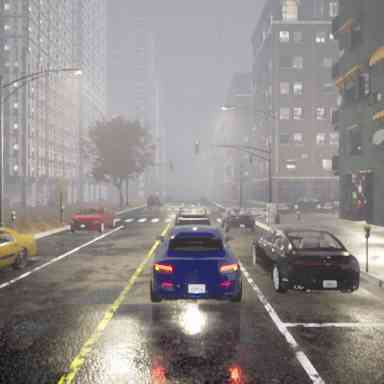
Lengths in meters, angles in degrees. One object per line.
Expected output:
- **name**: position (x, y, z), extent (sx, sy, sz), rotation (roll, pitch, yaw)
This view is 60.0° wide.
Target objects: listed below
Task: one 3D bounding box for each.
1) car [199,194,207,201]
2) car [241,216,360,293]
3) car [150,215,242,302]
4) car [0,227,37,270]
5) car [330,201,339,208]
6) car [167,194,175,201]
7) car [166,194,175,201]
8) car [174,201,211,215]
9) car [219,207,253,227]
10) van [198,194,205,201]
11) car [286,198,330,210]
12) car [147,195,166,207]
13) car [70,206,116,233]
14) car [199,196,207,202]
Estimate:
- **car**: position (2.517, 1.606, 74.175), extent (1.947, 1.339, 4.313), rotation (0, 0, 0)
- **car**: position (2.672, 1.549, 8.630), extent (2.008, 1.369, 4.403), rotation (0, 0, 0)
- **car**: position (0.074, 1.524, 8.108), extent (1.812, 1.442, 4.674), rotation (0, 0, 0)
- **car**: position (-5.708, 1.523, 8.441), extent (1.752, 1.417, 4.829), rotation (0, 0, 0)
- **car**: position (18.733, 1.246, 39.195), extent (4.829, 1.417, 1.752), rotation (-1, 1, -1)
- **car**: position (-5.890, 1.622, 85.202), extent (1.947, 1.339, 4.313), rotation (0, 0, 0)
- **car**: position (-5.904, 1.381, 90.724), extent (2.192, 1.841, 5.009), rotation (0, 0, 0)
- **car**: position (0.038, 1.490, 18.211), extent (2.128, 1.511, 4.902), rotation (0, 0, 0)
- **car**: position (2.645, 1.549, 19.696), extent (2.008, 1.369, 4.403), rotation (0, 0, 0)
- **van**: position (2.490, 1.397, 85.222), extent (1.690, 1.788, 3.998), rotation (0, 0, 0)
- **car**: position (13.336, 1.347, 39.127), extent (4.403, 1.369, 2.008), rotation (-1, 1, -1)
- **car**: position (-5.812, 1.332, 52.065), extent (2.192, 1.841, 5.009), rotation (0, 0, 0)
- **car**: position (-5.735, 1.543, 19.676), extent (1.887, 1.381, 4.507), rotation (0, 0, 0)
- **car**: position (2.503, 1.573, 79.868), extent (1.752, 1.417, 4.829), rotation (0, 0, 0)
